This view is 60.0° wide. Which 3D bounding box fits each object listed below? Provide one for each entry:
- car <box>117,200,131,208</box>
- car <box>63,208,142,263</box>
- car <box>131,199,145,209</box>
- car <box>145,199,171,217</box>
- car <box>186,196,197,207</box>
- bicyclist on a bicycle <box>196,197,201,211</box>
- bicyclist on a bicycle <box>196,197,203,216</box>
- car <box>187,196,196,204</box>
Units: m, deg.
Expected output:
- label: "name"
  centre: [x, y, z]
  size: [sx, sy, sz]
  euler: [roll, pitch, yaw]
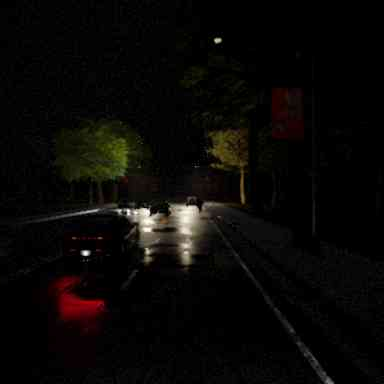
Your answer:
- label: "car"
  centre: [-9.880, 1.848, 49.975]
  size: [1.895, 1.301, 4.718]
  euler: [0, 0, 0]
- label: "car"
  centre: [-3.165, 1.570, 12.316]
  size: [1.837, 1.490, 4.892]
  euler: [0, 0, 0]
- label: "car"
  centre: [-6.630, 1.730, 45.222]
  size: [1.837, 1.490, 4.892]
  euler: [0, 0, 0]
- label: "car"
  centre: [-3.187, 1.664, 34.073]
  size: [2.128, 1.511, 4.902]
  euler: [0, 0, 0]
- label: "car"
  centre: [0.018, 1.814, 58.245]
  size: [1.812, 1.442, 4.674]
  euler: [0, 0, 0]
- label: "bicyclist on a bicycle"
  centre: [0.844, 1.591, 44.213]
  size: [0.659, 1.776, 1.843]
  euler: [0, 0, 0]
- label: "bicyclist on a bicycle"
  centre: [0.855, 1.543, 34.097]
  size: [0.659, 1.776, 1.843]
  euler: [0, 0, 0]
- label: "car"
  centre: [-0.078, 1.733, 74.298]
  size: [2.097, 1.767, 4.553]
  euler: [0, 0, 0]
